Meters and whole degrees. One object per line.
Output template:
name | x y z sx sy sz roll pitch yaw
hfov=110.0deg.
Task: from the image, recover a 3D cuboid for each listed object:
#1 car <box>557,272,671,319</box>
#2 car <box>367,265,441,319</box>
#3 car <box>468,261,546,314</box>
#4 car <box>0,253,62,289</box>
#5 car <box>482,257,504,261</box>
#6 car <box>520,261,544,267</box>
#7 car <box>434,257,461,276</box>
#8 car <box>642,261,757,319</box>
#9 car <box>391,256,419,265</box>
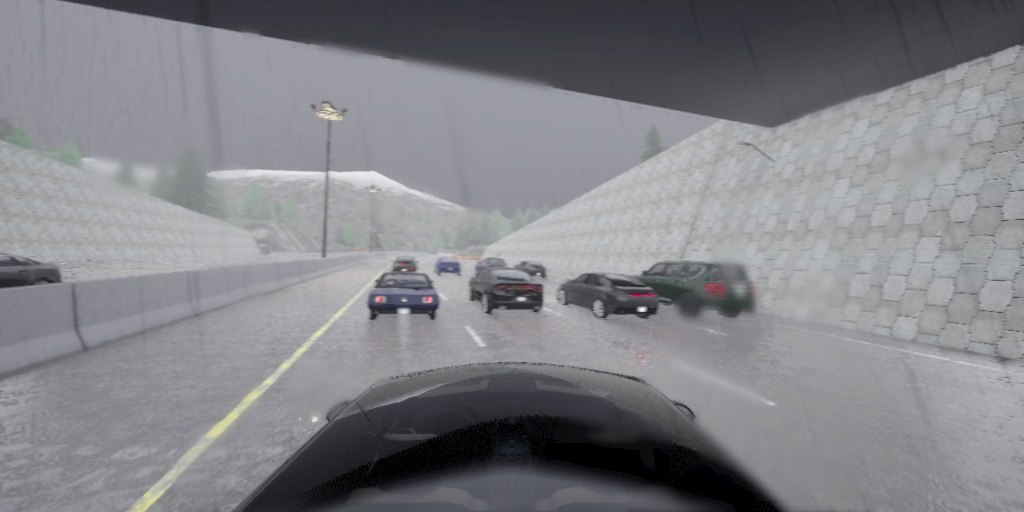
car | 3.313 1.345 13.331 1.837 1.490 4.892 2 0 -17
car | -3.494 1.151 11.668 1.895 1.301 4.718 2 0 -17
car | -0.400 1.154 13.552 1.882 1.535 5.008 2 0 -17
car | -13.697 0.610 8.490 2.128 1.511 4.902 2 0 -17
car | -1.754 0.890 30.370 2.097 1.767 4.553 2 0 -17
car | 1.492 1.179 31.702 1.837 1.490 4.892 2 0 -17
car | -5.639 0.842 31.143 1.882 1.535 5.008 2 0 -17
car | 6.691 1.204 14.282 2.150 2.045 5.566 2 0 -17
car | -8.558 0.753 28.690 1.837 1.490 4.892 2 0 -17
